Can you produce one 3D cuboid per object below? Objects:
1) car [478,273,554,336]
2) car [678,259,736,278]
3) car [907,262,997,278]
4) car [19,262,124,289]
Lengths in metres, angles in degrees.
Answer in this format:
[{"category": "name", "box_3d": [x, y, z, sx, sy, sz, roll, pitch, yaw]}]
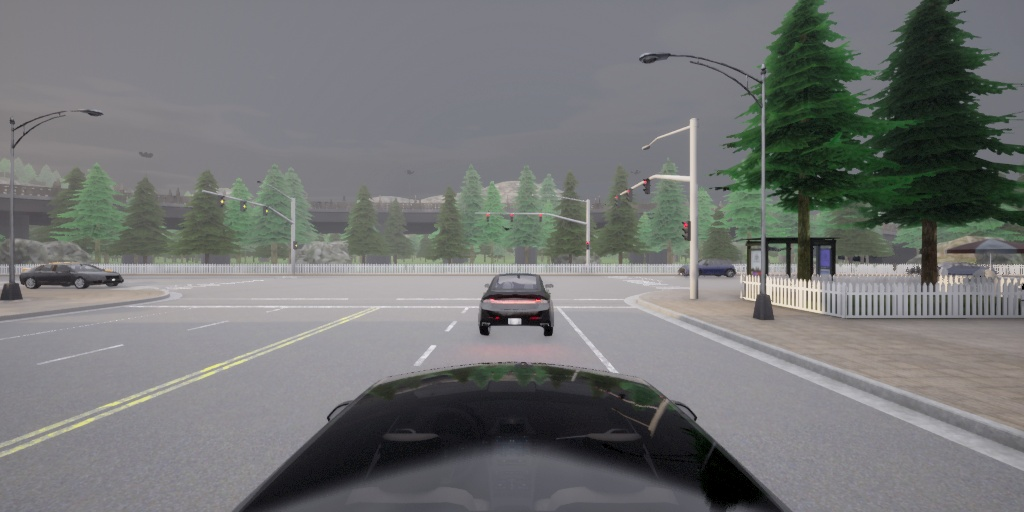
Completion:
[{"category": "car", "box_3d": [0.181, 1.242, 10.394, 2.128, 1.511, 4.902, 0, 0, 3]}, {"category": "car", "box_3d": [17.515, 1.047, 32.388, 4.553, 1.767, 2.097, 0, 0, 0]}, {"category": "car", "box_3d": [38.509, 1.242, 31.491, 5.357, 1.411, 2.033, 0, 0, 10]}, {"category": "car", "box_3d": [-26.753, 1.199, 21.863, 4.892, 1.490, 1.837, 0, 0, 0]}]
